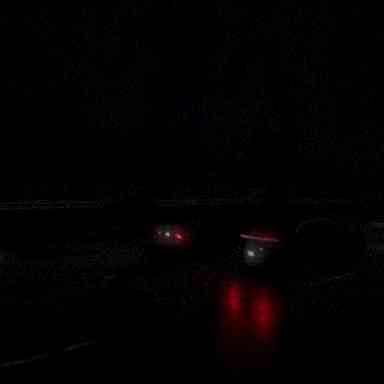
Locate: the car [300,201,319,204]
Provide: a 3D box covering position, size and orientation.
[{"bbox_3d":[13.751,1.700,39.540,4.718,1.301,1.895,0,0,-35],"label":"car"}]

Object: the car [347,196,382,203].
[{"bbox_3d":[20.878,1.453,40.241,5.566,2.045,2.150,0,0,-35],"label":"car"}]

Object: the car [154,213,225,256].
[{"bbox_3d":[1.193,1.549,13.185,5.357,1.411,2.033,0,0,-35],"label":"car"}]

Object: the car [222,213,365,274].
[{"bbox_3d":[3.605,1.494,10.613,4.902,1.511,2.128,0,0,-35],"label":"car"}]

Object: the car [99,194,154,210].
[{"bbox_3d":[-6.519,1.240,33.728,5.566,2.045,2.150,1,0,-35],"label":"car"}]
